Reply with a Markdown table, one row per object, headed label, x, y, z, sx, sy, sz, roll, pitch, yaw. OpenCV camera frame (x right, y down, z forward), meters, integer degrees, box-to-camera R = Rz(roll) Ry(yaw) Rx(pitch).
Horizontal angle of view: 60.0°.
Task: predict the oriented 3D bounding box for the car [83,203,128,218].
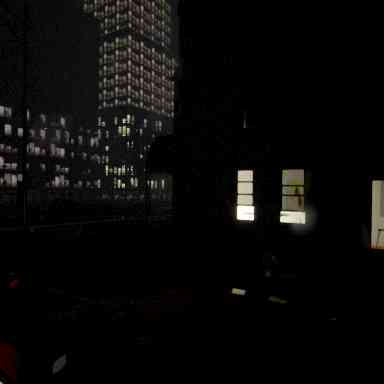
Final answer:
| label | x | y | z | sx | sy | sz | roll | pitch | yaw |
| --- | --- | --- | --- | --- | --- | --- | --- | --- | --- |
| car | -8.631 | 1.731 | 31.956 | 1.947 | 1.339 | 4.313 | 1 | 0 | 34 |

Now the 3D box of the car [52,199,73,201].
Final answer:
| label | x | y | z | sx | sy | sz | roll | pitch | yaw |
| --- | --- | --- | --- | --- | --- | --- | --- | --- | --- |
| car | -13.840 | 1.573 | 34.815 | 1.837 | 1.490 | 4.892 | 1 | 0 | 34 |

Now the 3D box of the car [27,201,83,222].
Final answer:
| label | x | y | z | sx | sy | sz | roll | pitch | yaw |
| --- | --- | --- | --- | --- | --- | --- | --- | --- | --- |
| car | -11.721 | 1.690 | 27.428 | 2.008 | 1.369 | 4.403 | 1 | 0 | 34 |

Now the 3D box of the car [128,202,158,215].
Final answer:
| label | x | y | z | sx | sy | sz | roll | pitch | yaw |
| --- | --- | --- | --- | --- | --- | --- | --- | --- | --- |
| car | -5.543 | 1.773 | 36.483 | 1.802 | 1.307 | 4.206 | 1 | 0 | 34 |

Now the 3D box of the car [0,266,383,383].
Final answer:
| label | x | y | z | sx | sy | sz | roll | pitch | yaw |
| --- | --- | --- | --- | --- | --- | --- | --- | --- | --- |
| car | -0.024 | 1.544 | 2.839 | 4.507 | 1.381 | 1.887 | 0 | 1 | 34 |

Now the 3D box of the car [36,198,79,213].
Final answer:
| label | x | y | z | sx | sy | sz | roll | pitch | yaw |
| --- | --- | --- | --- | --- | --- | --- | --- | --- | --- |
| car | -15.167 | 1.474 | 37.700 | 1.967 | 1.590 | 4.097 | 1 | 0 | 34 |
